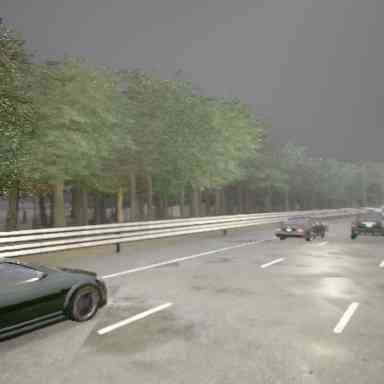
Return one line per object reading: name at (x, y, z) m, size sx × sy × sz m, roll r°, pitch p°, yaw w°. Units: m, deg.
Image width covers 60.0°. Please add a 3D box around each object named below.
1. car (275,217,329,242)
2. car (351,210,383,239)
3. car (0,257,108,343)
car at (6.988, 2.258, 20.833) m, size 2.033 × 1.411 × 5.357 m, roll -2°, pitch -3°, yaw 37°
car at (11.684, 2.018, 21.219) m, size 2.097 × 1.767 × 4.553 m, roll -2°, pitch -3°, yaw 38°
car at (-3.570, 1.844, 5.963) m, size 1.994 × 1.385 × 4.181 m, roll -2°, pitch -3°, yaw 34°
